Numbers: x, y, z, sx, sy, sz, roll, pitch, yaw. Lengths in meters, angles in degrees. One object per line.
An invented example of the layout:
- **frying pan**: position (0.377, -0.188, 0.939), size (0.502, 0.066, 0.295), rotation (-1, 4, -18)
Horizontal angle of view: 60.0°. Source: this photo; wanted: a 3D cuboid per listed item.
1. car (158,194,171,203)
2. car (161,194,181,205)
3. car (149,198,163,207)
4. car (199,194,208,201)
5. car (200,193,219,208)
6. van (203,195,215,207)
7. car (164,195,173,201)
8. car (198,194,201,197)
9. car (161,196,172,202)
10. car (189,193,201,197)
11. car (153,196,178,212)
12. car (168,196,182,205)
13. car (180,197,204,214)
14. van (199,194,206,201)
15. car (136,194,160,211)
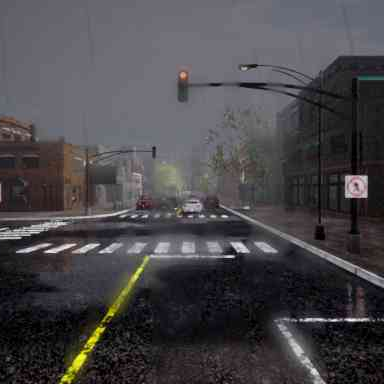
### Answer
- **car**: position (-5.675, 1.297, 69.129), size (2.192, 1.841, 5.009), rotation (-1, 0, 0)
- **car**: position (-3.055, 1.466, 48.661), size (1.882, 1.535, 5.008), rotation (0, 0, 0)
- **car**: position (-5.678, 1.569, 52.497), size (1.802, 1.307, 4.206), rotation (-1, 0, 0)
- **car**: position (2.709, 1.418, 80.215), size (1.967, 1.590, 4.097), rotation (-1, 0, 0)
- **car**: position (2.699, 1.303, 46.951), size (2.192, 1.841, 5.009), rotation (-1, 0, 0)
- **van**: position (2.701, 1.328, 52.495), size (1.690, 1.788, 3.998), rotation (-1, 0, 0)
- **car**: position (-5.670, 1.523, 80.217), size (1.887, 1.381, 4.507), rotation (-1, 0, 0)
- **car**: position (2.706, 1.534, 63.583), size (2.008, 1.369, 4.403), rotation (-1, 0, 0)
- **car**: position (-5.672, 1.546, 74.673), size (1.947, 1.339, 4.313), rotation (-1, 0, 0)
- **car**: position (0.132, 1.335, 64.852), size (2.097, 1.767, 4.553), rotation (0, 0, -1)
- **car**: position (-3.084, 1.555, 38.861), size (1.994, 1.385, 4.181), rotation (0, 0, 0)
- **car**: position (-2.986, 1.477, 58.791), size (2.128, 1.511, 4.902), rotation (0, 0, 0)
- **car**: position (0.073, 1.517, 34.558), size (1.812, 1.442, 4.674), rotation (0, 0, 2)
- **van**: position (2.710, 1.317, 85.759), size (1.690, 1.788, 3.998), rotation (-1, 0, 0)
- **car**: position (-5.683, 1.305, 41.409), size (2.192, 1.841, 5.009), rotation (-1, 0, 0)
